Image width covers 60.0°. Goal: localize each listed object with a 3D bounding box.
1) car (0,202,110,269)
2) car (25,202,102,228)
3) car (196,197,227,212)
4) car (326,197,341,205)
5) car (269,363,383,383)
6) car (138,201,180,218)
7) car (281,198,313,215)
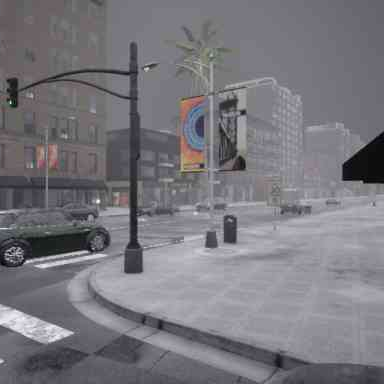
[{"bbox_3d":[-5.102,1.367,11.672,2.097,1.767,4.553,0,0,35],"label":"car"},{"bbox_3d":[-8.905,1.520,23.555,1.837,1.490,4.892,0,0,35],"label":"car"},{"bbox_3d":[2.361,1.404,39.546,2.097,1.767,4.553,0,0,35],"label":"car"},{"bbox_3d":[26.381,1.711,62.054,1.994,1.385,4.181,0,0,35],"label":"car"},{"bbox_3d":[2.218,1.551,1.268,4.403,1.369,2.008,0,0,35],"label":"car"},{"bbox_3d":[-3.286,1.580,31.536,2.033,1.411,5.357,0,0,35],"label":"car"},{"bbox_3d":[10.899,1.418,34.407,2.097,1.767,4.553,0,0,35],"label":"car"}]
